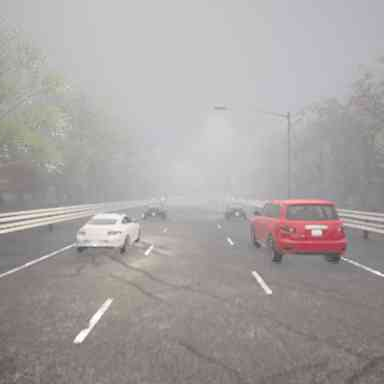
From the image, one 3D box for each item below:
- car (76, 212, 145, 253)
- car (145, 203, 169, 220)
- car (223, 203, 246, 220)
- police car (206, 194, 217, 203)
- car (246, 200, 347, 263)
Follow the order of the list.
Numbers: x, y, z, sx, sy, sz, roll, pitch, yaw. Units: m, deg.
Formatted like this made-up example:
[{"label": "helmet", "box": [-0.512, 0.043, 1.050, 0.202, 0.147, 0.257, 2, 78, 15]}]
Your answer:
[{"label": "car", "box": [-3.345, 1.602, 13.895, 1.812, 1.442, 4.674, 0, 0, 0]}, {"label": "car", "box": [-3.186, 1.691, 30.155, 1.812, 1.442, 4.674, 0, 0, 1]}, {"label": "car", "box": [3.828, 1.693, 30.159, 1.812, 1.442, 4.674, 0, 0, 1]}, {"label": "police car", "box": [4.978, 1.925, 78.884, 2.038, 1.542, 4.974, 0, 0, 2]}, {"label": "car", "box": [3.643, 1.291, 12.355, 2.150, 2.045, 5.566, 0, 0, 0]}]
